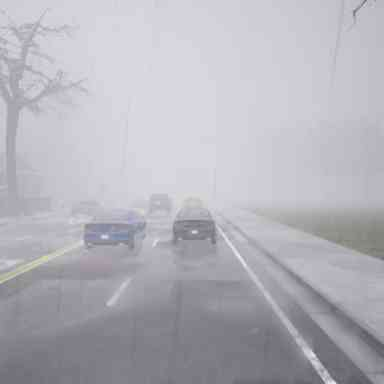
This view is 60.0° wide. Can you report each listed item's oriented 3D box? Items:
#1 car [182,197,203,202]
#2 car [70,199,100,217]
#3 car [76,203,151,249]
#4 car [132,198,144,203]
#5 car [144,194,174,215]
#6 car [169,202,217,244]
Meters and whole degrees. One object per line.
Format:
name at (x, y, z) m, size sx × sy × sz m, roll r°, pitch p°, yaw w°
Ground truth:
car at (0.102, 1.298, 34.077) m, size 2.097 × 1.767 × 4.553 m, roll 0°, pitch 0°, yaw 0°
car at (-9.847, 1.456, 31.133) m, size 1.837 × 1.490 × 4.892 m, roll 0°, pitch 0°, yaw 0°
car at (-3.147, 1.457, 14.457) m, size 1.882 × 1.535 × 5.008 m, roll 0°, pitch 0°, yaw 0°
car at (-6.582, 1.498, 42.132) m, size 1.994 × 1.385 × 4.181 m, roll 0°, pitch 0°, yaw 0°
car at (-3.146, 1.167, 33.964) m, size 2.150 × 2.045 × 5.566 m, roll 0°, pitch 0°, yaw 0°
car at (0.104, 1.454, 15.807) m, size 1.882 × 1.535 × 5.008 m, roll 0°, pitch 0°, yaw 0°
